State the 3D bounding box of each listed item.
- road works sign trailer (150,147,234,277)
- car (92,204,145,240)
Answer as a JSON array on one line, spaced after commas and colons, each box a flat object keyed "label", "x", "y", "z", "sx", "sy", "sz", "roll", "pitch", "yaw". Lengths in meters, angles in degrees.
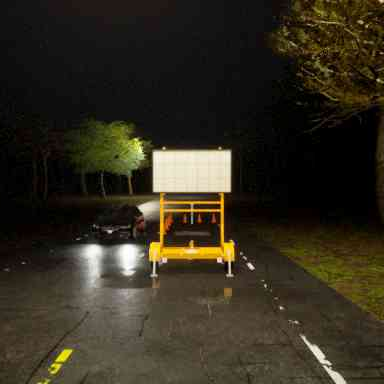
[{"label": "road works sign trailer", "x": 0.000, "y": 0.433, "z": 10.157, "sx": 2.380, "sy": 3.560, "sz": 2.880, "roll": 0, "pitch": 0, "yaw": 0}, {"label": "car", "x": -3.501, "y": 1.423, "z": 16.603, "sx": 1.837, "sy": 1.490, "sz": 4.892, "roll": 0, "pitch": 1, "yaw": 0}]
